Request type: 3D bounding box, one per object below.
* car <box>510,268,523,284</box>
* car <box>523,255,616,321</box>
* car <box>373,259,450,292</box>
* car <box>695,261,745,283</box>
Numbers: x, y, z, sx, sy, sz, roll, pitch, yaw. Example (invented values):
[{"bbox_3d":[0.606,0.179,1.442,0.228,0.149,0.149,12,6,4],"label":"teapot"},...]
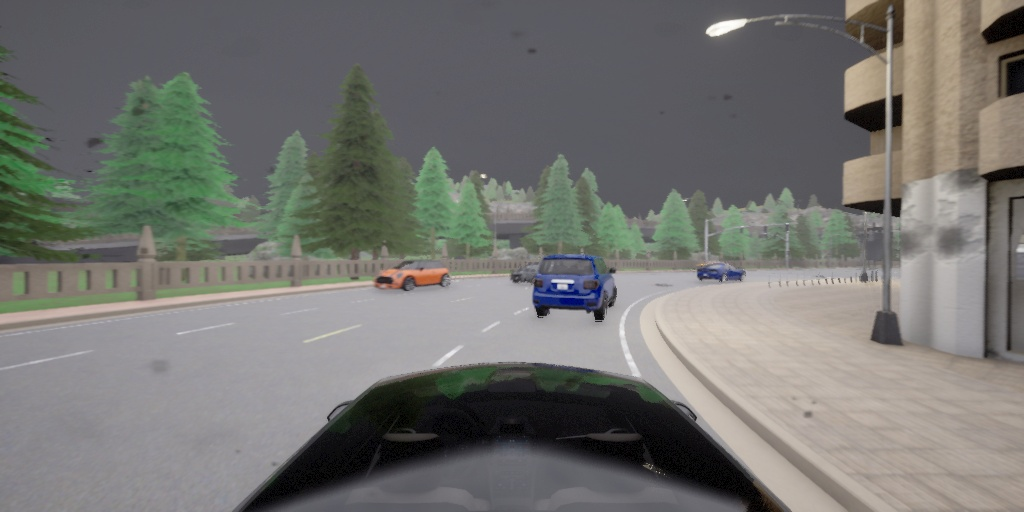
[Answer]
[{"bbox_3d":[1.860,1.222,25.805,1.837,1.490,4.892,0,0,40],"label":"car"},{"bbox_3d":[2.395,0.975,12.817,2.150,2.045,5.566,0,0,21],"label":"car"},{"bbox_3d":[-5.592,0.993,20.471,2.097,1.767,4.553,1,0,28],"label":"car"},{"bbox_3d":[17.476,1.371,29.905,5.008,1.535,1.882,1,0,-33],"label":"car"}]
